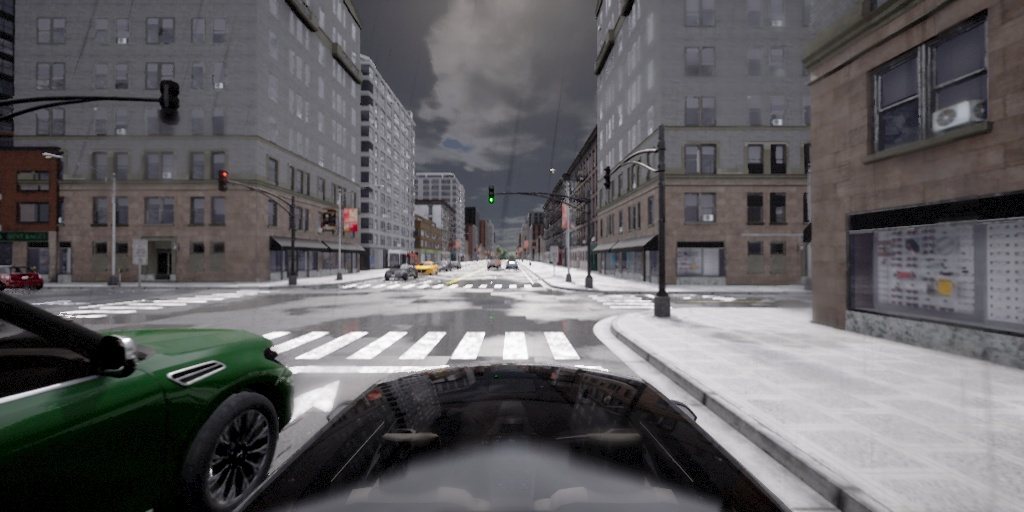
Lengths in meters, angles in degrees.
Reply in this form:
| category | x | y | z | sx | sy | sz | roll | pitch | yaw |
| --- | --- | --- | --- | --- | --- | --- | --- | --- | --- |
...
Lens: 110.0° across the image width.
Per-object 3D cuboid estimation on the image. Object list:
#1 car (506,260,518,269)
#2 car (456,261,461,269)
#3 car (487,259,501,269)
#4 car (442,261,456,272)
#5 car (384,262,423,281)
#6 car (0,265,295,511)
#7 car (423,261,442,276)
| category | x | y | z | sx | sy | sz | roll | pitch | yaw |
| --- | --- | --- | --- | --- | --- | --- | --- | --- | --- |
| car | 0.002 | 1.582 | 61.674 | 1.994 | 1.385 | 4.181 | 0 | 0 | 0 |
| car | -9.798 | 1.543 | 61.289 | 1.812 | 1.442 | 4.674 | 0 | 0 | 0 |
| car | -3.248 | 1.619 | 61.704 | 1.895 | 1.301 | 4.718 | 0 | 0 | 0 |
| car | -9.839 | 1.466 | 51.271 | 2.128 | 1.511 | 4.902 | 0 | 0 | 0 |
| car | -9.844 | 1.417 | 32.263 | 1.812 | 1.442 | 4.674 | 0 | 0 | 2 |
| car | -3.148 | 0.969 | 1.044 | 2.150 | 2.045 | 5.566 | 0 | 0 | 0 |
| car | -9.842 | 1.410 | 41.459 | 1.882 | 1.535 | 5.008 | 0 | 0 | 0 |
